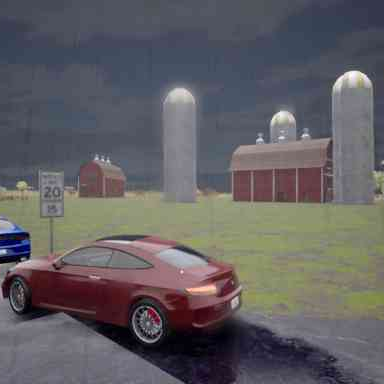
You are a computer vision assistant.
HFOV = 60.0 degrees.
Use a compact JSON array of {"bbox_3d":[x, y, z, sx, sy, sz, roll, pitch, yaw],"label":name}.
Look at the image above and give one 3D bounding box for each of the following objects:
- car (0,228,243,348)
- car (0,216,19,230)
[{"bbox_3d":[-1.393,1.529,6.166,4.674,1.442,1.812,0,0,27],"label":"car"},{"bbox_3d":[-6.969,1.481,10.758,5.008,1.535,1.882,0,0,43],"label":"car"}]
